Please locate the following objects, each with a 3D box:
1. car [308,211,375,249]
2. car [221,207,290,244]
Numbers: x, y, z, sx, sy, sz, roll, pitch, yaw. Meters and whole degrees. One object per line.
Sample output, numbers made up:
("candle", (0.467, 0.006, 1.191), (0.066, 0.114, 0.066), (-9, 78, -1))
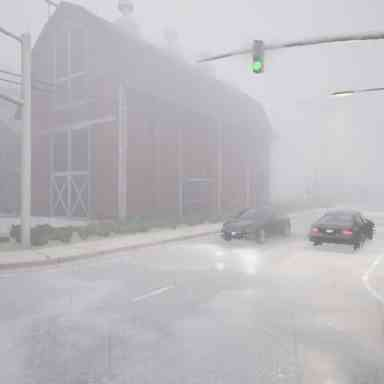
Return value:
("car", (6.789, 1.560, 14.817), (2.033, 1.411, 5.357), (0, 0, 36))
("car", (3.185, 1.505, 15.994), (1.837, 1.490, 4.892), (0, 0, 36))
